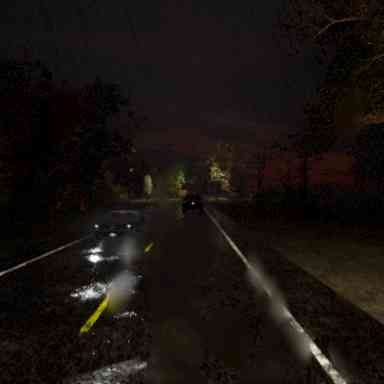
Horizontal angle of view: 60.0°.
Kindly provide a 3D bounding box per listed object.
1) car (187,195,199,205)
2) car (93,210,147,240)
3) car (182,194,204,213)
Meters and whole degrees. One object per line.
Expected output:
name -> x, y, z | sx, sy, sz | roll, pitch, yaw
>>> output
car -> 0.188, 1.382, 61.231 | 2.097, 1.767, 4.553 | 0, 0, 1
car -> -3.538, 1.610, 17.055 | 1.895, 1.301, 4.718 | 0, 0, 1
car -> 0.103, 1.240, 37.103 | 2.150, 2.045, 5.566 | 0, 0, 0
